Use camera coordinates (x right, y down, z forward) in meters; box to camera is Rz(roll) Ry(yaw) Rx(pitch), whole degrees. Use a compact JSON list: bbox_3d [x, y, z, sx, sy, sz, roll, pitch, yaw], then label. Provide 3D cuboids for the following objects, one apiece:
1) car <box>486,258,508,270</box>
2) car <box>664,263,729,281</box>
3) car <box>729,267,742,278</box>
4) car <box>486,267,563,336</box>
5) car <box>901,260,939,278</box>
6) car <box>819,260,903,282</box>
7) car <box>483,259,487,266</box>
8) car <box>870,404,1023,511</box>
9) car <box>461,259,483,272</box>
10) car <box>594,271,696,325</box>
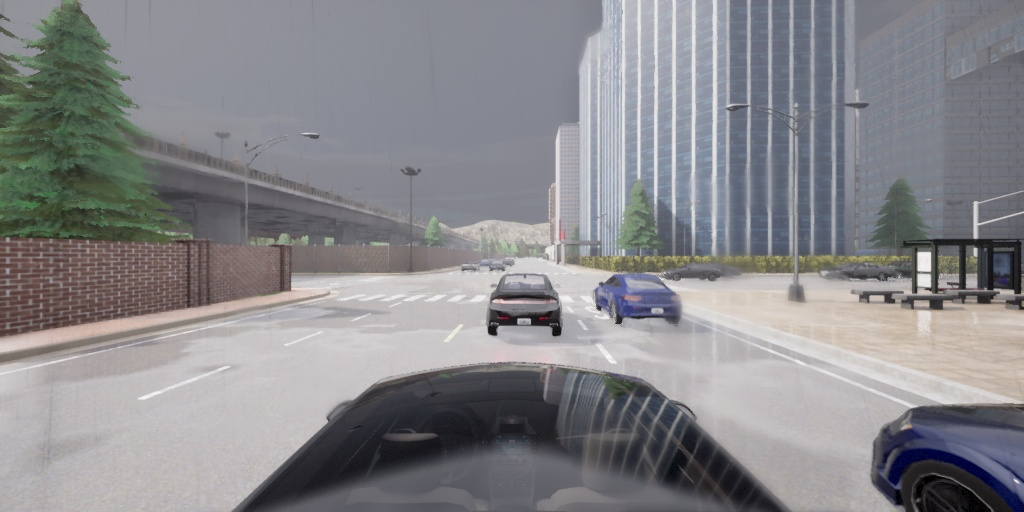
[{"bbox_3d":[-1.848,1.276,46.522,1.812,1.442,4.674,0,0,2],"label":"car"},{"bbox_3d":[14.954,1.331,29.875,4.674,1.442,1.812,0,0,3],"label":"car"},{"bbox_3d":[18.200,1.352,33.256,5.357,1.411,2.033,0,0,2],"label":"car"},{"bbox_3d":[0.372,1.242,10.369,2.128,1.511,4.902,0,0,2],"label":"car"},{"bbox_3d":[35.424,1.158,32.516,4.553,1.767,2.097,0,0,3],"label":"car"},{"bbox_3d":[28.091,1.296,29.335,4.902,1.511,2.128,0,0,2],"label":"car"},{"bbox_3d":[-4.677,1.275,62.556,1.812,1.442,4.674,0,0,2],"label":"car"},{"bbox_3d":[3.761,1.314,0.984,1.994,1.385,4.181,0,0,0],"label":"car"},{"bbox_3d":[-5.359,1.350,46.360,1.895,1.301,4.718,0,0,2],"label":"car"},{"bbox_3d":[3.931,1.275,11.744,1.812,1.442,4.674,0,0,2],"label":"car"}]
